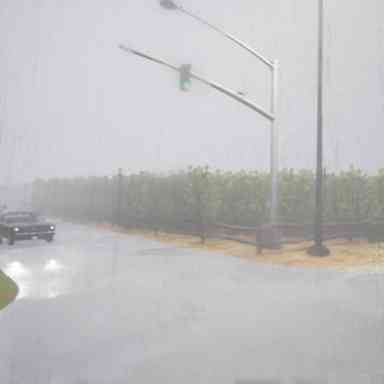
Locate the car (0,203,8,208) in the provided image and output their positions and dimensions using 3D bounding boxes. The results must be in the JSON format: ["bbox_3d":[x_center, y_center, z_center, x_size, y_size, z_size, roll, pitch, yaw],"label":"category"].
[{"bbox_3d":[-14.974,1.433,24.645,2.097,1.767,4.553,1,-1,-39],"label":"car"}]

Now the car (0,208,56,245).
[{"bbox_3d":[-8.159,1.670,16.121,1.895,1.301,4.718,1,-1,-39],"label":"car"}]
